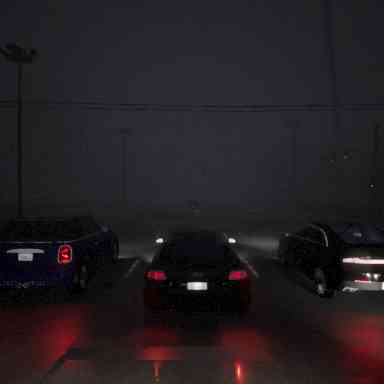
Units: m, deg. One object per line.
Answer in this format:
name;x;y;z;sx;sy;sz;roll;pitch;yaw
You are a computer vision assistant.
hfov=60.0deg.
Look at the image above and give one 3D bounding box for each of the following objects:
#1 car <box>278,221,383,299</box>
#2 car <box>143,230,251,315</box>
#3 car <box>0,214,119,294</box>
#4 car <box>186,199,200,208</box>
car;3.594;1.492;8.458;2.128;1.511;4.902;0;0;0
car;0.091;1.564;7.646;1.994;1.385;4.181;0;0;0
car;-3.407;1.352;8.939;2.097;1.767;4.553;0;0;0
car;0.074;1.601;46.420;1.895;1.301;4.718;0;0;0
